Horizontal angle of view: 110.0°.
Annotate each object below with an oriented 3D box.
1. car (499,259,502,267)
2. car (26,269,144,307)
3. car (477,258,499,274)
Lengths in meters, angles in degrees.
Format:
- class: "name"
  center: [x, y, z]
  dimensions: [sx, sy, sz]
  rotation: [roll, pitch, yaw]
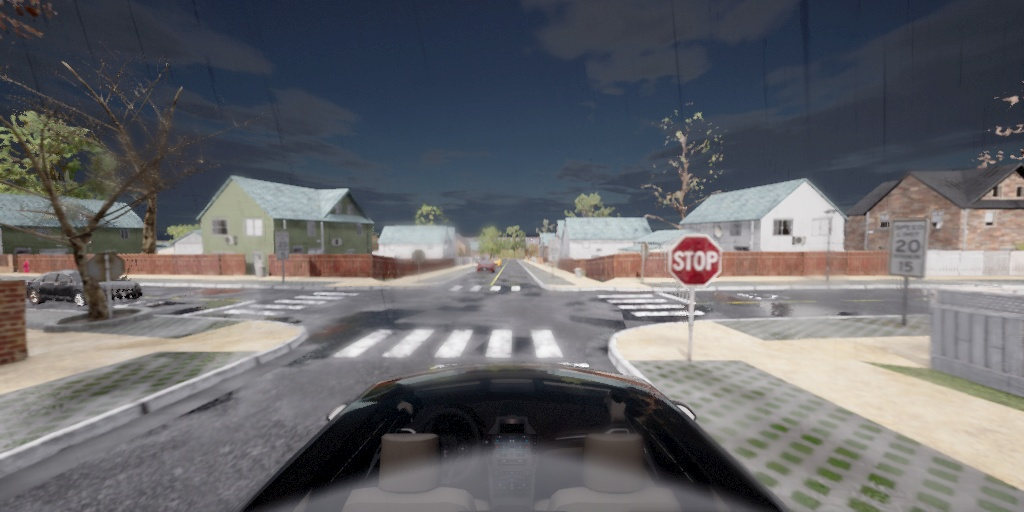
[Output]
- class: "car"
  center: [-2.758, 1.090, 60.796]
  dimensions: [1.882, 1.535, 5.008]
  rotation: [0, 0, 0]
- class: "car"
  center: [-19.003, 1.359, 15.962]
  dimensions: [4.892, 1.490, 1.837]
  rotation: [0, 3, 14]
- class: "car"
  center: [-2.825, 1.115, 40.119]
  dimensions: [1.882, 1.535, 5.008]
  rotation: [0, 0, 1]
